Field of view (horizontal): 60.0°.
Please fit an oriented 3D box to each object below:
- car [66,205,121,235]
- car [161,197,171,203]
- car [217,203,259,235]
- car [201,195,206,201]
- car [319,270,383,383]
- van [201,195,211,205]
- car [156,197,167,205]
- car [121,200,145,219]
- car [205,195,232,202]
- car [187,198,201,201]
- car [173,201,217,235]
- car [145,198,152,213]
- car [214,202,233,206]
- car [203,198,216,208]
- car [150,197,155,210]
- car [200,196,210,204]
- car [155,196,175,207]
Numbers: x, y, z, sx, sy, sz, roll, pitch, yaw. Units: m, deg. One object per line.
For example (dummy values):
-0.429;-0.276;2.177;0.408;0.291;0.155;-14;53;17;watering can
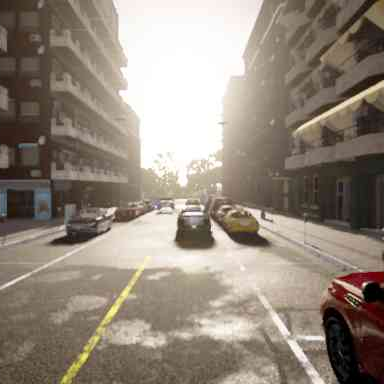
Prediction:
-5.703;1.597;18.871;2.008;1.369;4.403;-1;0;0;car
-5.797;1.751;74.107;1.802;1.307;4.206;-1;0;0;car
2.677;1.572;19.089;1.752;1.417;4.829;-1;0;0;car
2.674;1.413;41.017;2.192;1.841;5.009;-1;0;0;car
2.672;1.321;2.347;2.192;1.841;5.009;-1;0;0;car
2.675;1.488;63.114;1.690;1.788;3.998;-1;0;0;van
-5.701;1.672;62.895;1.752;1.417;4.829;-1;0;0;car
-5.702;1.617;29.920;1.887;1.381;4.507;-1;0;0;car
2.673;1.387;29.968;2.192;1.841;5.009;-1;0;0;car
0.102;1.580;43.061;1.882;1.535;5.008;0;0;0;car
0.099;1.540;19.263;2.128;1.511;4.902;0;0;0;car
-5.703;1.610;35.274;1.752;1.417;4.829;-1;0;0;car
2.678;1.641;24.443;1.802;1.307;4.206;-1;0;0;car
2.678;1.668;52.065;1.887;1.381;4.507;-1;0;0;car
-5.701;1.664;40.968;1.947;1.339;4.313;-1;0;0;car
2.677;1.598;68.637;1.967;1.590;4.097;-1;0;0;car
-2.998;1.337;39.564;1.812;1.442;4.674;0;0;0;car
